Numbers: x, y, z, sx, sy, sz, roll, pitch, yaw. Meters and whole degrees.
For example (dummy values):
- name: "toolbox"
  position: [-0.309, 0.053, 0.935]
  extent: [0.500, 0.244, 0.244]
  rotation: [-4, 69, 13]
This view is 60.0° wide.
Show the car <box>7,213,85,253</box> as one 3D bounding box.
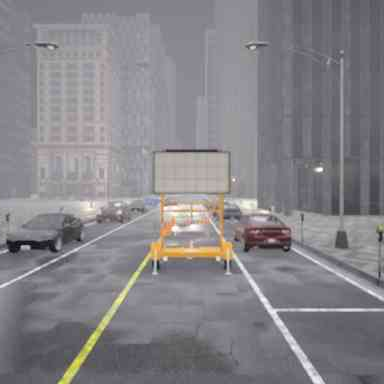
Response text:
- name: "car"
  position: [-5.777, 1.560, 13.714]
  extent: [1.947, 1.339, 4.313]
  rotation: [0, 0, 0]

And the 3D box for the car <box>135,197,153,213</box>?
- name: "car"
  position: [-5.798, 1.544, 36.279]
  extent: [1.947, 1.339, 4.313]
  rotation: [0, 0, 0]

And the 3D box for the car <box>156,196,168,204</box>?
- name: "car"
  position: [-5.825, 1.493, 64.483]
  extent: [2.008, 1.369, 4.403]
  rotation: [0, 0, 0]

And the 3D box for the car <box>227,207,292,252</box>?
- name: "car"
  position: [2.748, 1.539, 13.725]
  extent: [1.887, 1.381, 4.507]
  rotation: [0, 0, 0]

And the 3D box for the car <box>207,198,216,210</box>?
- name: "car"
  position: [2.732, 1.549, 30.647]
  extent: [1.947, 1.339, 4.313]
  rotation: [0, 0, 0]

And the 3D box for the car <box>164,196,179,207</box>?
- name: "car"
  position: [-3.086, 1.467, 50.921]
  extent: [1.837, 1.490, 4.892]
  rotation: [0, 0, 0]

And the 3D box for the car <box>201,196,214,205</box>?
- name: "car"
  position: [2.706, 1.501, 58.851]
  extent: [2.008, 1.369, 4.403]
  rotation: [0, 0, 0]

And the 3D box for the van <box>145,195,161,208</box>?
- name: "van"
  position: [-5.809, 1.307, 47.560]
  extent: [1.690, 1.788, 3.998]
  rotation: [0, 0, 0]

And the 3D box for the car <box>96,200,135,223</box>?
- name: "car"
  position: [-5.788, 1.428, 24.996]
  extent: [1.967, 1.590, 4.097]
  rotation: [0, 0, 0]

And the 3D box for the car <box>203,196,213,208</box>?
- name: "car"
  position: [2.722, 1.497, 42.098]
  extent: [1.752, 1.417, 4.829]
  rotation: [0, 0, 0]

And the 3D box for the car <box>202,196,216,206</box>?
- name: "car"
  position: [2.711, 1.398, 53.211]
  extent: [1.967, 1.590, 4.097]
  rotation: [0, 0, 0]

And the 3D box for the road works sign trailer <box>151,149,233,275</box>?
- name: "road works sign trailer"
  position: [-0.009, 0.460, 10.457]
  extent: [2.380, 3.560, 2.880]
  rotation: [0, 0, 0]

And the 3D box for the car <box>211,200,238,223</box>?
- name: "car"
  position: [2.738, 1.538, 25.006]
  extent: [2.008, 1.369, 4.403]
  rotation: [0, 0, 0]
